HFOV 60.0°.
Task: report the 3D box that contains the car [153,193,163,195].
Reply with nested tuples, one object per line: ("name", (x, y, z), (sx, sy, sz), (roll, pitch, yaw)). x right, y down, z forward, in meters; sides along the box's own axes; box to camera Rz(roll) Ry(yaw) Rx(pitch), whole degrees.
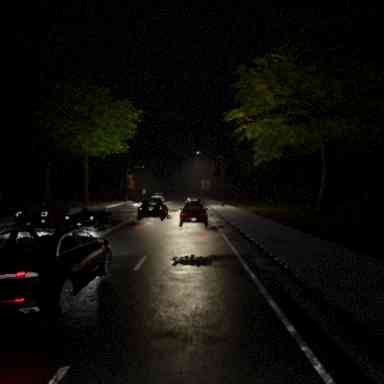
("car", (-6.520, 1.204, 62.993), (2.150, 2.045, 5.566), (0, 0, 1))

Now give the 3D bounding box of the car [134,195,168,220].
("car", (-3.151, 1.337, 27.606), (2.097, 1.767, 4.553), (0, 0, 0))

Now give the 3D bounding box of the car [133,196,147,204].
("car", (-9.775, 1.546, 63.066), (1.994, 1.385, 4.181), (0, 0, 1))

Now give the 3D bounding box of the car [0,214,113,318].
("car", (-3.150, 1.487, 7.365), (2.128, 1.511, 4.902), (0, 0, 0))

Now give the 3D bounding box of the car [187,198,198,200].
("car", (0.094, 1.472, 42.390), (2.128, 1.511, 4.902), (0, 0, 0))

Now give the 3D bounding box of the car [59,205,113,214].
("car", (-6.600, 1.589, 21.656), (1.895, 1.301, 4.718), (0, 0, 0))

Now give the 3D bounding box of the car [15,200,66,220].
("car", (-9.849, 1.339, 22.287), (2.097, 1.767, 4.553), (0, 0, 0))

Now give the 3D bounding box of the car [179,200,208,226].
("car", (0.108, 1.513, 22.890), (1.812, 1.442, 4.674), (0, 0, 0))
